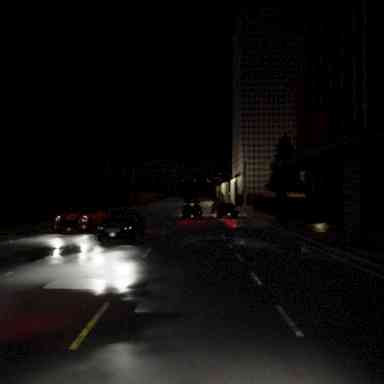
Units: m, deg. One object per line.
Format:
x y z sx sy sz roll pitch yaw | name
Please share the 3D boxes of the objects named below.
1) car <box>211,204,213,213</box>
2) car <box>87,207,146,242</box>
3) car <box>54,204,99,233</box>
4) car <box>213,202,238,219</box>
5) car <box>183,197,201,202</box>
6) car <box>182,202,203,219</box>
3.461 1.979 43.503 1.812 1.442 4.674 0 0 0 | car
-3.578 1.675 17.490 2.128 1.511 4.902 0 0 0 | car
-7.048 1.576 21.296 2.097 1.767 4.553 0 0 0 | car
3.512 1.858 33.790 1.837 1.490 4.892 0 0 0 | car
0.015 1.668 42.564 2.150 2.045 5.566 0 0 0 | car
0.037 1.943 32.676 1.895 1.301 4.718 0 -1 0 | car
